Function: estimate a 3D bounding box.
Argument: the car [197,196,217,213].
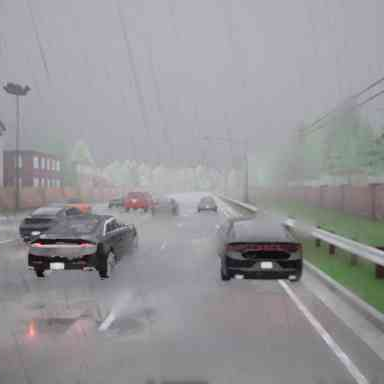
[{"bbox_3d":[1.563,1.330,33.714,1.994,1.385,4.181,0,0,3],"label":"car"}]

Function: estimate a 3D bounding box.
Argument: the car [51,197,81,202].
[{"bbox_3d":[-9.258,1.176,25.215,2.097,1.767,4.553,0,0,2],"label":"car"}]

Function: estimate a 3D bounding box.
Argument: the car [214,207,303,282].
[{"bbox_3d":[1.718,1.410,9.645,1.882,1.535,5.008,0,0,2],"label":"car"}]

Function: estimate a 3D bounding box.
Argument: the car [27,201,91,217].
[{"bbox_3d":[-6.156,1.395,15.719,1.837,1.490,4.892,0,0,2],"label":"car"}]

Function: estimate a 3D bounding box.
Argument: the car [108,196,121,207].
[{"bbox_3d":[-8.629,1.230,39.946,1.837,1.490,4.892,0,1,2],"label":"car"}]

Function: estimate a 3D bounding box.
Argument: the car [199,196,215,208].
[{"bbox_3d":[1.959,1.243,43.883,2.033,1.411,5.357,0,0,3],"label":"car"}]

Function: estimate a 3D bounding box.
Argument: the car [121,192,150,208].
[{"bbox_3d":[-5.363,0.983,34.401,2.150,2.045,5.566,0,1,2],"label":"car"}]

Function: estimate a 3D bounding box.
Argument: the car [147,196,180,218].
[{"bbox_3d":[-2.133,1.297,27.955,2.128,1.511,4.902,0,0,2],"label":"car"}]

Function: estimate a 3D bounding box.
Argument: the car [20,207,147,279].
[{"bbox_3d":[-2.903,1.422,9.849,2.128,1.511,4.902,0,0,2],"label":"car"}]
